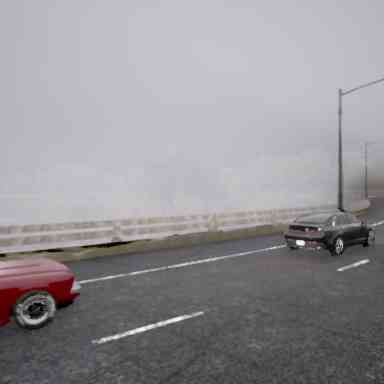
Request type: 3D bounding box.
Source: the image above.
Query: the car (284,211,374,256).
[{"bbox_3d":[5.564,1.508,13.217,4.892,1.490,1.837,-1,0,-42],"label":"car"}]

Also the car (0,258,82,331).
[{"bbox_3d":[-4.313,1.624,5.274,4.718,1.301,1.895,0,0,-35],"label":"car"}]
